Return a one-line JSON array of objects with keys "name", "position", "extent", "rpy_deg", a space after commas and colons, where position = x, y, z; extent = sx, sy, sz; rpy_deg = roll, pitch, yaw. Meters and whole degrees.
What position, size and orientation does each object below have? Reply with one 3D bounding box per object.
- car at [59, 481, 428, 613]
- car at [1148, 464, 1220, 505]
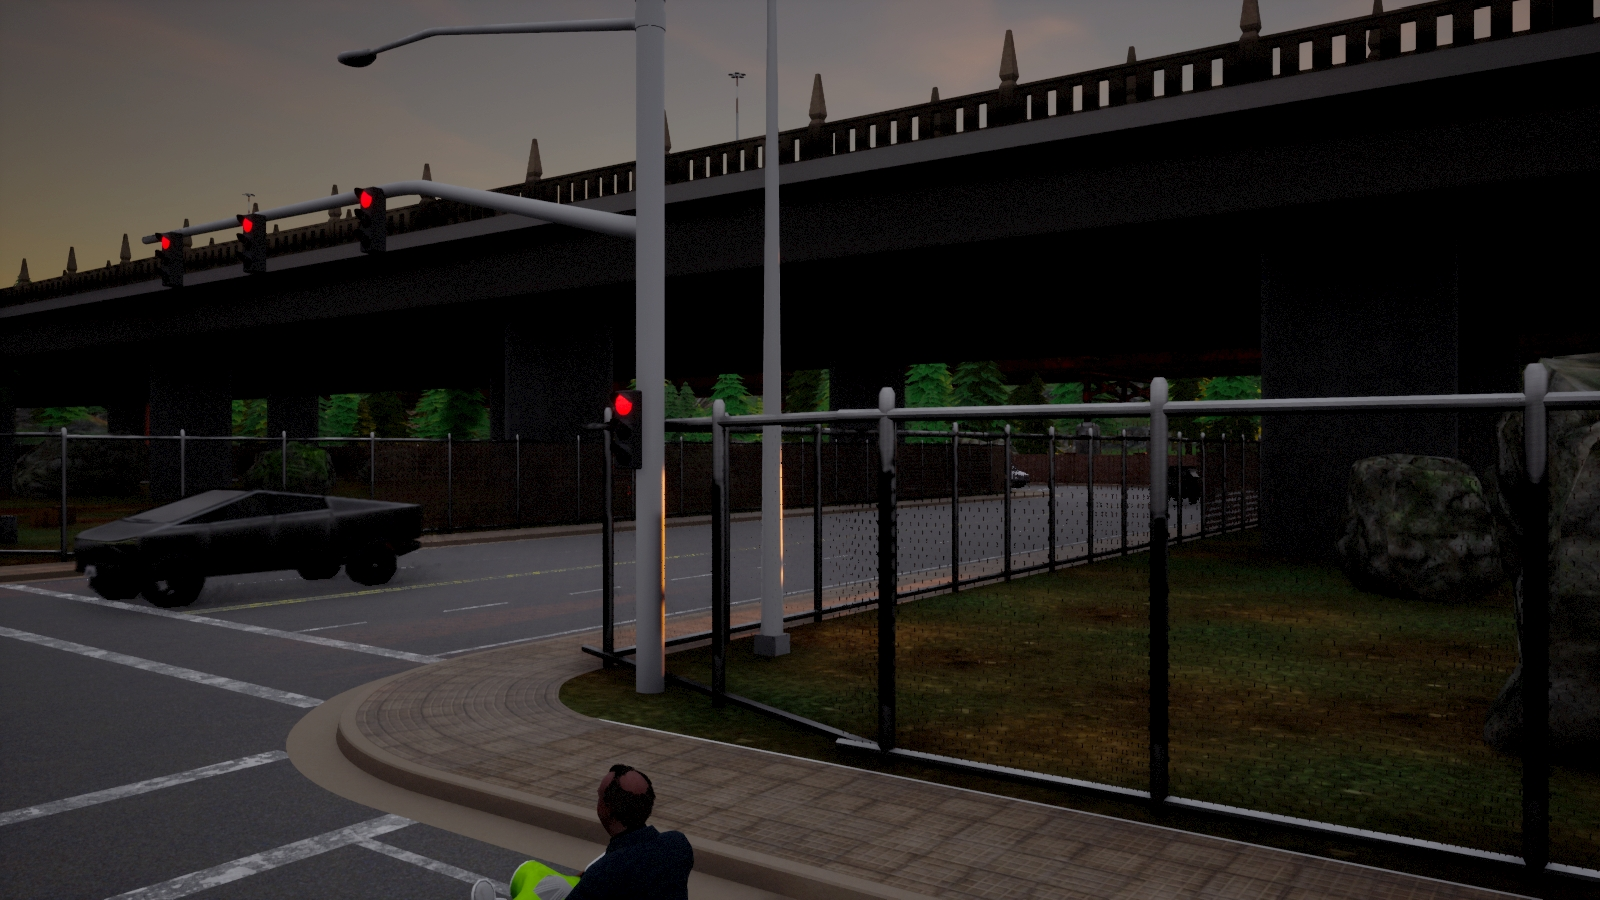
[{"name": "car", "position": [-10.844, 1.753, 22.886], "extent": [2.390, 2.098, 6.274], "rpy_deg": [0, 0, 35]}, {"name": "car", "position": [20.688, 1.778, 61.425], "extent": [2.150, 2.045, 5.566], "rpy_deg": [0, 0, 35]}]
